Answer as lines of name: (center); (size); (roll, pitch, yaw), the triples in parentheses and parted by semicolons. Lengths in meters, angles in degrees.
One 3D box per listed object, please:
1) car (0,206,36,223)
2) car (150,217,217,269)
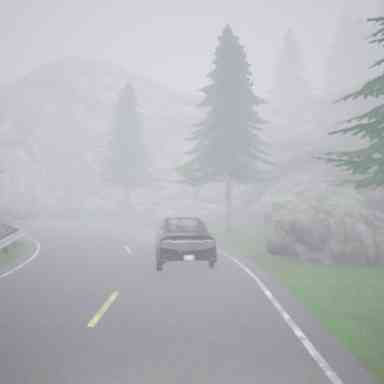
car: (-15.997, 1.854, 28.133); (5.357, 1.411, 2.033); (0, -1, 12)
car: (-0.392, 1.621, 11.636); (2.128, 1.511, 4.902); (0, -1, -7)
